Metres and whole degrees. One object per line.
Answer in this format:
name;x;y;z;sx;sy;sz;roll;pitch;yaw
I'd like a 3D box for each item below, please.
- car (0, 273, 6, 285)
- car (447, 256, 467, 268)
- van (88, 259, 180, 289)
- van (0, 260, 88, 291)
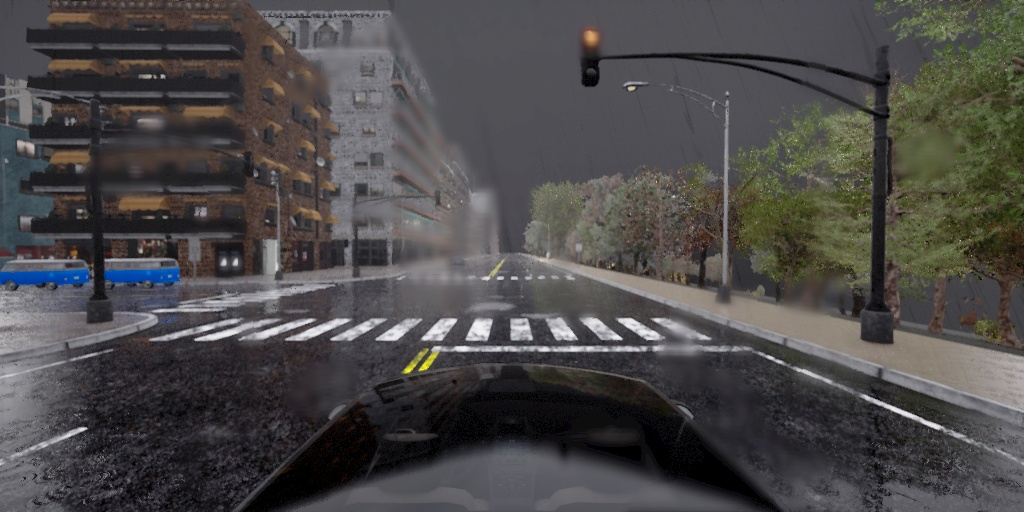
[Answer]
car;-22.655;1.447;13.566;4.207;1.307;1.802;0;0;-1
car;-6.583;0.730;43.636;1.994;1.385;4.181;0;1;0
van;-22.759;1.048;21.911;3.998;1.789;1.690;0;0;-1
van;-28.360;1.123;21.824;3.998;1.789;1.690;0;0;-1
